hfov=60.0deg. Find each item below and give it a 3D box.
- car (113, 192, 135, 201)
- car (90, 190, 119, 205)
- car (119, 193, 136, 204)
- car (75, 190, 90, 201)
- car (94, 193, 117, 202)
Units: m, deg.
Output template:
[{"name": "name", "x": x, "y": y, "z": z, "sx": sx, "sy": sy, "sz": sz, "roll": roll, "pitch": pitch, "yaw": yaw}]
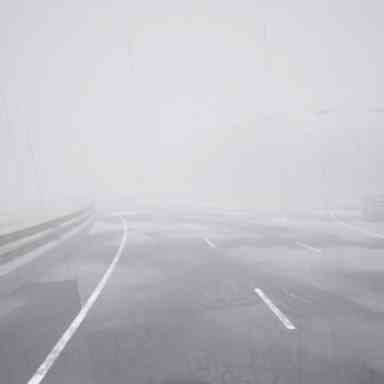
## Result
[{"name": "car", "x": -12.649, "y": 0.866, "z": 61.434, "sx": 1.882, "sy": 1.535, "sz": 5.008, "roll": -1, "pitch": 1, "yaw": -38}, {"name": "car", "x": -12.846, "y": 0.757, "z": 48.518, "sx": 2.150, "sy": 2.045, "sz": 5.566, "roll": -1, "pitch": 1, "yaw": -29}, {"name": "car", "x": -10.057, "y": 0.971, "z": 50.702, "sx": 1.882, "sy": 1.535, "sz": 5.008, "roll": -1, "pitch": 1, "yaw": -29}, {"name": "car", "x": -18.400, "y": 0.694, "z": 57.437, "sx": 2.150, "sy": 2.045, "sz": 5.566, "roll": -1, "pitch": 1, "yaw": -38}, {"name": "car", "x": -15.515, "y": 0.921, "z": 59.425, "sx": 2.128, "sy": 1.511, "sz": 4.902, "roll": -1, "pitch": 1, "yaw": -38}]
